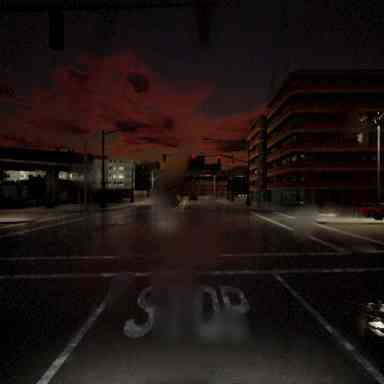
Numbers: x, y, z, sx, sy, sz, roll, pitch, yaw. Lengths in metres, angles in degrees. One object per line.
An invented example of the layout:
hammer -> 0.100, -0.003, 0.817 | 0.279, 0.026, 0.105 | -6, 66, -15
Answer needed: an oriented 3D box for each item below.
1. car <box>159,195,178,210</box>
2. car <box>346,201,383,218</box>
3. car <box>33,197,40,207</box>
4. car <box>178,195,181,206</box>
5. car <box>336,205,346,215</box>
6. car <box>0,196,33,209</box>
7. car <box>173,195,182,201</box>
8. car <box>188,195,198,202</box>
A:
car -> -3.101, 1.497, 43.504 | 1.837, 1.490, 4.892 | 0, 0, -1
car -> 16.299, 1.596, 28.660 | 4.718, 1.301, 1.895 | 0, 0, -3
car -> -24.033, 1.447, 47.814 | 3.806, 1.475, 1.970 | 0, 0, 1
car -> -3.215, 1.343, 52.742 | 2.097, 1.767, 4.553 | 0, 0, 0
car -> 16.215, 1.558, 32.143 | 4.181, 1.385, 1.994 | 0, 0, 1
car -> -23.315, 1.287, 42.064 | 4.611, 1.667, 2.242 | 0, 0, 1
car -> -3.361, 1.442, 79.830 | 1.994, 1.385, 4.181 | 0, 0, 0
car -> 0.203, 1.334, 72.175 | 1.837, 1.490, 4.892 | 0, 0, 0
